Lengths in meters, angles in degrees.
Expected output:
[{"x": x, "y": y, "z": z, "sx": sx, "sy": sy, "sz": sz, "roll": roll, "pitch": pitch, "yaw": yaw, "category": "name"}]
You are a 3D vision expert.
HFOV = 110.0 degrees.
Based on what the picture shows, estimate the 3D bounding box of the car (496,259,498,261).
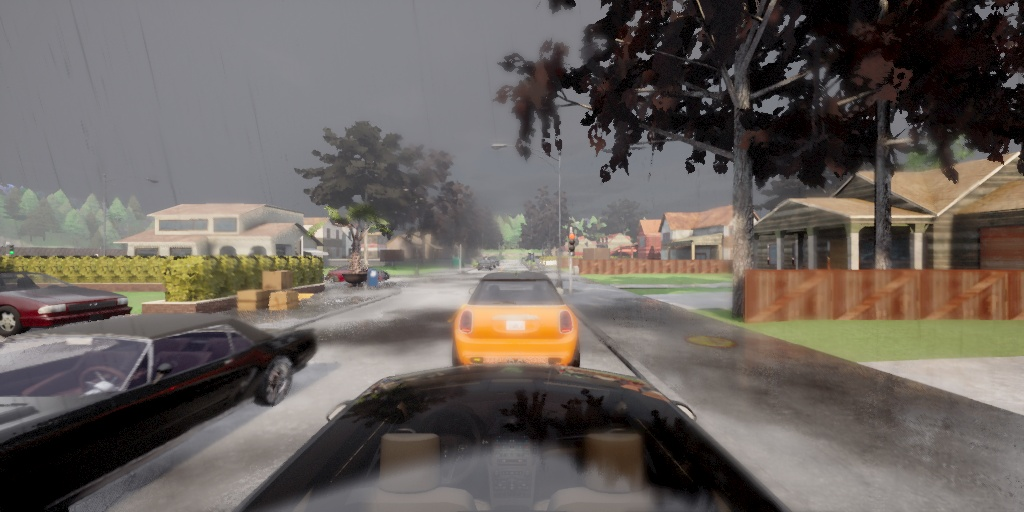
[{"x": -3.600, "y": 1.241, "z": 59.260, "sx": 2.128, "sy": 1.511, "sz": 4.902, "roll": 0, "pitch": 0, "yaw": 1, "category": "car"}]

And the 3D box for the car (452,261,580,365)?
[{"x": 0.096, "y": 1.102, "z": 7.713, "sx": 2.097, "sy": 1.767, "sz": 4.553, "roll": 0, "pitch": 0, "yaw": 1, "category": "car"}]

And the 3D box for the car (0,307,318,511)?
[{"x": -4.060, "y": 1.351, "z": 3.499, "sx": 1.895, "sy": 1.301, "sz": 4.718, "roll": 0, "pitch": 0, "yaw": 1, "category": "car"}]

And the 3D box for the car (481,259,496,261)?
[{"x": -3.692, "y": 1.254, "z": 49.920, "sx": 1.837, "sy": 1.490, "sz": 4.892, "roll": 0, "pitch": 0, "yaw": 1, "category": "car"}]

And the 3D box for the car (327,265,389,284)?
[{"x": -11.280, "y": 1.314, "z": 26.482, "sx": 4.181, "sy": 1.385, "sz": 1.994, "roll": 0, "pitch": 0, "yaw": -2, "category": "car"}]

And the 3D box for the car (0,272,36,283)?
[{"x": -44.655, "y": 1.314, "z": 30.885, "sx": 4.181, "sy": 1.385, "sz": 1.994, "roll": 0, "pitch": 0, "yaw": 1, "category": "car"}]
